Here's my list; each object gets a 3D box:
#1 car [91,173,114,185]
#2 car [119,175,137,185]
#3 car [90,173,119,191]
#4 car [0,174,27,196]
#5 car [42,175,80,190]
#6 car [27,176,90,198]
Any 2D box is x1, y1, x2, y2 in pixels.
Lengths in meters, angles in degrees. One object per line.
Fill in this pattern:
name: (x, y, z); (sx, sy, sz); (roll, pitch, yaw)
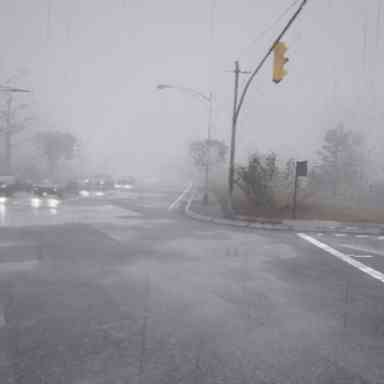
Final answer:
car: (-12.655, -1.893, 47.403); (1.994, 1.385, 4.181); (3, 4, 2)
car: (-9.153, -1.709, 47.170); (1.994, 1.385, 4.181); (3, 4, 3)
car: (-9.604, -1.147, 34.811); (2.097, 1.767, 4.553); (3, 3, 2)
car: (-13.452, -0.572, 24.729); (1.812, 1.442, 4.674); (3, 3, 2)
car: (-13.152, -1.006, 33.765); (1.895, 1.301, 4.718); (3, 3, 2)
car: (-9.937, -0.414, 25.311); (2.033, 1.411, 5.357); (3, 3, 2)
